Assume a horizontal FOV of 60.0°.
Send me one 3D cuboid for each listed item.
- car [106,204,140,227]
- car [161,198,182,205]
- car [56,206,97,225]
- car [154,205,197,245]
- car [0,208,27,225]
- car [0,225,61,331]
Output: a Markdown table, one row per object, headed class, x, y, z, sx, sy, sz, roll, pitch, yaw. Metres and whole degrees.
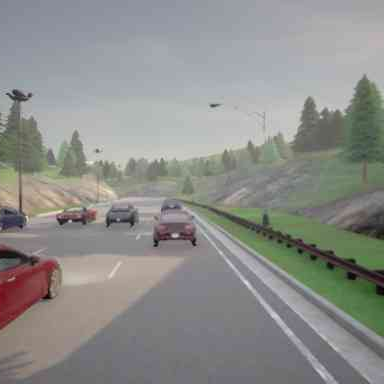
| class | x | y | z | sx | sy | sz | roll | pitch | yaw |
| --- | --- | --- | --- | --- | --- | --- | --- | --- | --- |
| car | -4.855 | 1.576 | 23.639 | 2.128 | 1.511 | 4.902 | 0 | 0 | -4 |
| car | -2.114 | 1.435 | 34.435 | 2.097 | 1.767 | 4.553 | 0 | 0 | -4 |
| car | -8.441 | 1.714 | 24.863 | 1.895 | 1.301 | 4.718 | 0 | 0 | -4 |
| car | -0.815 | 1.562 | 15.580 | 1.812 | 1.442 | 4.674 | 0 | 0 | -4 |
| car | -11.613 | 1.652 | 19.821 | 1.812 | 1.442 | 4.674 | 0 | 0 | -4 |
| car | -3.736 | 1.565 | 5.504 | 1.812 | 1.442 | 4.674 | 0 | 0 | -3 |
